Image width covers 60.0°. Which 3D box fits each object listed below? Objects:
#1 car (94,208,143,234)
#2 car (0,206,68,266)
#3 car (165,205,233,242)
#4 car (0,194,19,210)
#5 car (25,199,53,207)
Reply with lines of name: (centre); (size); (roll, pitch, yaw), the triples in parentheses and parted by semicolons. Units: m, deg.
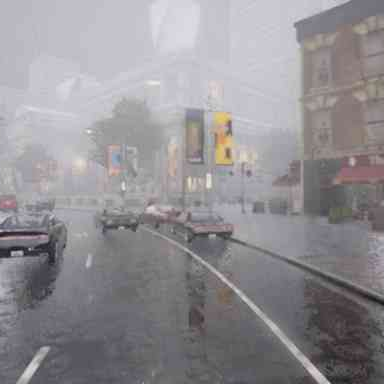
car: (-4.516, 1.561, 19.237); (1.895, 1.301, 4.718); (-1, 0, -23)
car: (-5.488, 1.490, 11.563); (2.128, 1.511, 4.902); (0, 0, -15)
car: (0.254, 1.528, 15.933); (1.895, 1.301, 4.718); (-1, 0, -16)
car: (-20.203, 1.248, 35.229); (2.150, 2.045, 5.566); (-1, 0, -44)
car: (-17.035, 1.499, 36.910); (1.837, 1.490, 4.892); (-1, 0, -43)
